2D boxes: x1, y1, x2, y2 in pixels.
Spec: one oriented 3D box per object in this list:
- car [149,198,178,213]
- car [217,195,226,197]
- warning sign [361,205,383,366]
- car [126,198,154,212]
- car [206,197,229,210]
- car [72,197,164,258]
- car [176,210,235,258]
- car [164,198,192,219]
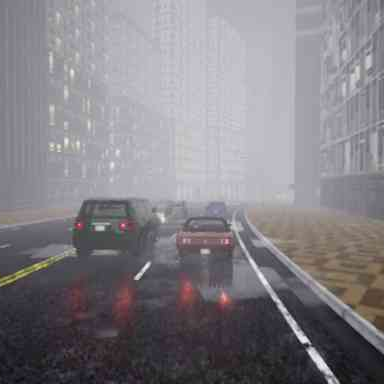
[{"bbox_3d":[-3.233,1.472,38.241,2.128,1.511,4.902,0,0,10],"label":"car"},{"bbox_3d":[6.977,1.374,77.687,1.837,1.490,4.892,0,0,19],"label":"car"},{"bbox_3d":[2.912,1.118,3.873,1.300,1.860,1.060,1,1,1],"label":"warning sign"},{"bbox_3d":[-6.166,1.472,40.332,1.837,1.490,4.892,0,0,10],"label":"car"},{"bbox_3d":[2.335,1.480,30.453,1.882,1.535,5.008,0,0,8],"label":"car"},{"bbox_3d":[-2.681,1.208,12.956,2.150,2.045,5.566,0,0,3],"label":"car"},{"bbox_3d":[0.564,1.595,12.771,1.895,1.301,4.718,0,0,3],"label":"car"},{"bbox_3d":[-1.129,1.480,29.097,2.128,1.511,4.902,0,0,7],"label":"car"}]
